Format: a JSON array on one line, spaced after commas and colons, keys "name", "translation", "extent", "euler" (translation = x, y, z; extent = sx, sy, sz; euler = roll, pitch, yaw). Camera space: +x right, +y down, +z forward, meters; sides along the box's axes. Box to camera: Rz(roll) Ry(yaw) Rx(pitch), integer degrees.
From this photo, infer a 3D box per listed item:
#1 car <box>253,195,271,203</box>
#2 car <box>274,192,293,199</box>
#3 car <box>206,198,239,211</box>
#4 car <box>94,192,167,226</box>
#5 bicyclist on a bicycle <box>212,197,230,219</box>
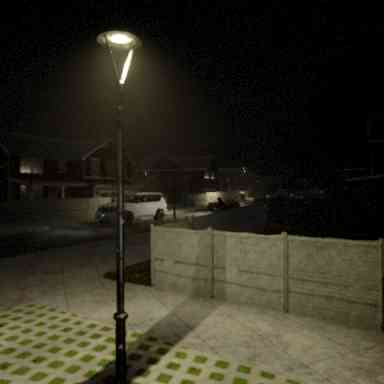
[{"name": "car", "translation": [10.258, 1.057, 48.656], "extent": [1.895, 1.301, 4.718], "euler": [0, 1, 23]}, {"name": "car", "translation": [12.988, 0.955, 48.095], "extent": [1.837, 1.490, 4.892], "euler": [0, 1, 23]}, {"name": "car", "translation": [3.230, 1.266, 34.525], "extent": [1.895, 1.301, 4.718], "euler": [0, 1, 28]}, {"name": "car", "translation": [-3.950, 1.062, 22.497], "extent": [2.150, 2.045, 5.566], "euler": [0, 0, 32]}, {"name": "bicyclist on a bicycle", "translation": [1.815, 1.123, 20.578], "extent": [1.656, 1.620, 0.582], "euler": [0, 0, 32]}]
